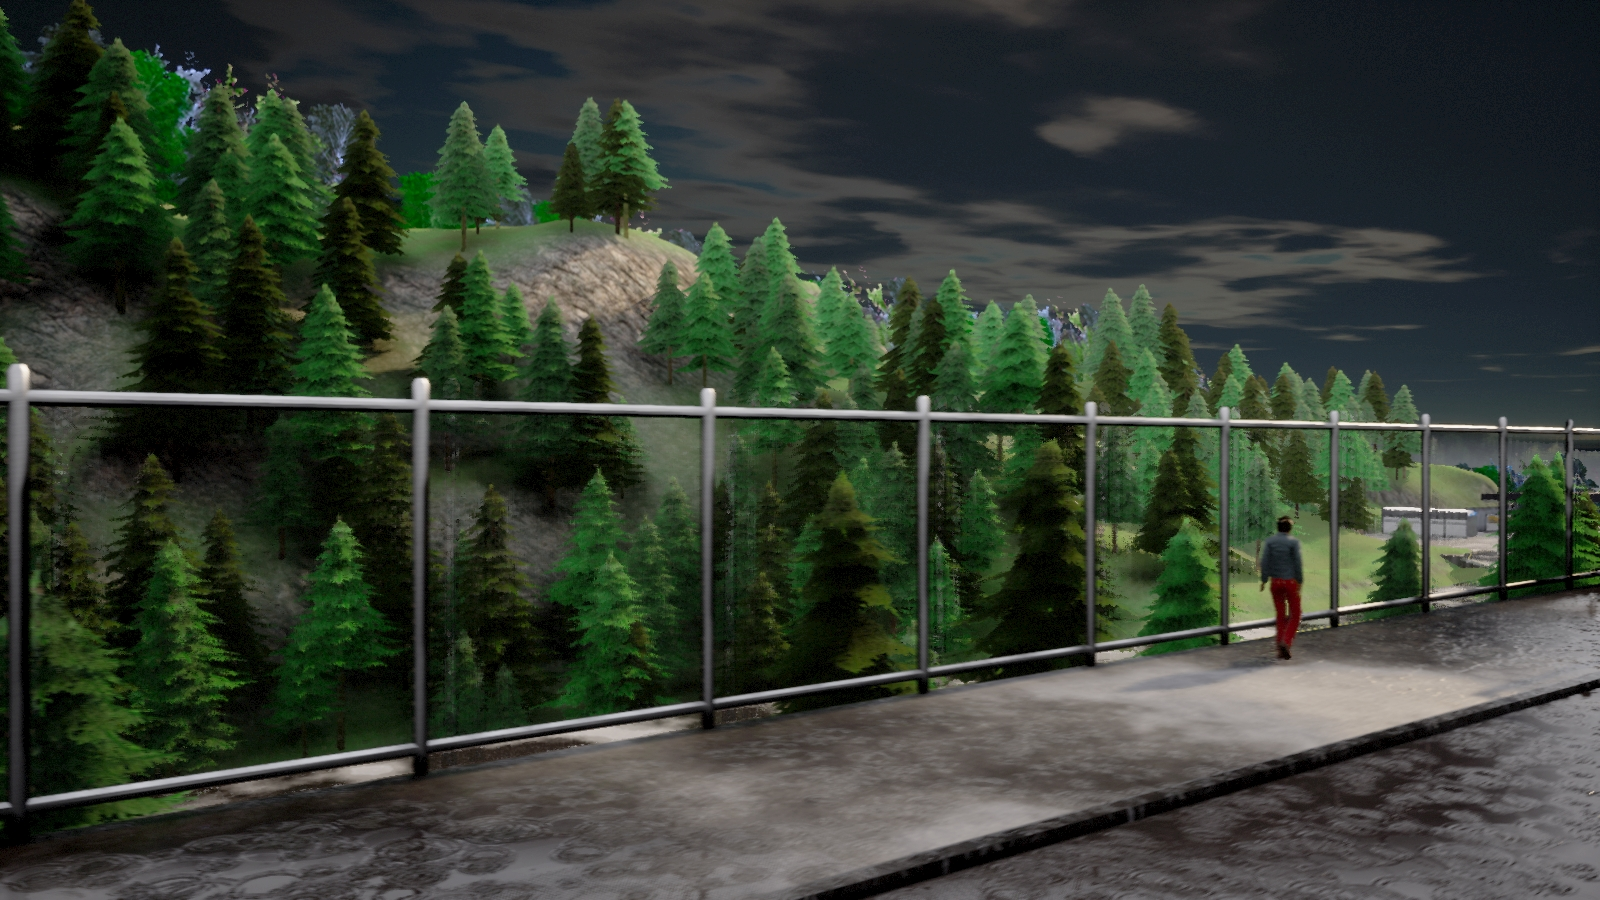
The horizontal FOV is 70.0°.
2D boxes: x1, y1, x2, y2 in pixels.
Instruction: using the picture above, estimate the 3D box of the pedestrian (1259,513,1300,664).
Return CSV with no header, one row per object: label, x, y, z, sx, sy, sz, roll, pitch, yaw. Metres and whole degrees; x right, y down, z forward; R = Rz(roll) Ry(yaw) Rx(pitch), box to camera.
pedestrian,6.111,1.745,14.557,0.375,1.860,0.375,0,0,42
